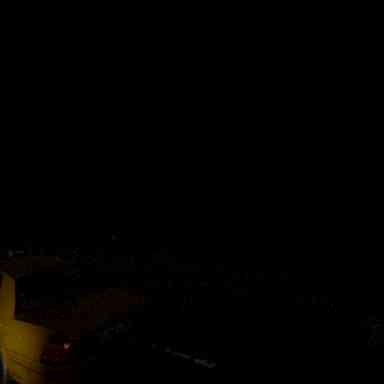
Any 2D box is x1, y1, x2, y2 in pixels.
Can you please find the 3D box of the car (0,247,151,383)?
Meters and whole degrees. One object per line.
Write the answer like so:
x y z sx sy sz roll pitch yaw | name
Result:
-2.741 1.516 5.039 4.829 1.417 1.752 0 1 35 | car

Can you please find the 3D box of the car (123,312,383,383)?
1.948 1.552 1.702 4.403 1.369 2.008 0 1 35 | car
